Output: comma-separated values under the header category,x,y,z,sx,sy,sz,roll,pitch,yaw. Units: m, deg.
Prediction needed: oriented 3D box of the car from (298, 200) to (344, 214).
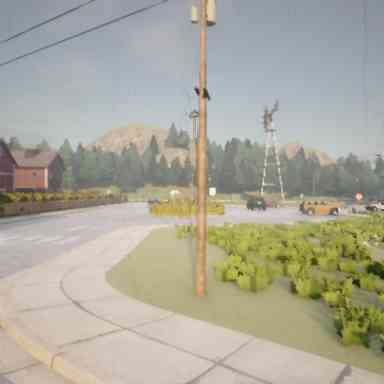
category,x,y,z,sx,sy,sz,roll,pitch,yaw
car,15.045,1.830,39.454,4.605,1.855,1.932,1,0,-1

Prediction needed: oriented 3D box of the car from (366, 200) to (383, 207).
category,x,y,z,sx,sy,sz,roll,pitch,yaw
car,28.139,2.060,49.846,3.866,1.878,1.905,1,0,-1

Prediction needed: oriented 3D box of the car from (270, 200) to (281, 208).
category,x,y,z,sx,sy,sz,roll,pitch,yaw
car,14.515,2.214,61.925,3.905,1.438,1.784,1,0,-1

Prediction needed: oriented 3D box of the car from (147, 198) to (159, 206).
category,x,y,z,sx,sy,sz,roll,pitch,yaw
car,-7.545,1.947,64.392,1.882,1.535,5.008,1,0,0

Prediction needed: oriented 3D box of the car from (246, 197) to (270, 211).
category,x,y,z,sx,sy,sz,roll,pitch,yaw
car,9.894,1.779,51.491,2.150,2.045,5.566,1,-1,-1

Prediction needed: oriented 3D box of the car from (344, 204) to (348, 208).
category,x,y,z,sx,sy,sz,roll,pitch,yaw
car,27.360,2.352,63.316,4.193,1.474,1.816,1,0,-1
